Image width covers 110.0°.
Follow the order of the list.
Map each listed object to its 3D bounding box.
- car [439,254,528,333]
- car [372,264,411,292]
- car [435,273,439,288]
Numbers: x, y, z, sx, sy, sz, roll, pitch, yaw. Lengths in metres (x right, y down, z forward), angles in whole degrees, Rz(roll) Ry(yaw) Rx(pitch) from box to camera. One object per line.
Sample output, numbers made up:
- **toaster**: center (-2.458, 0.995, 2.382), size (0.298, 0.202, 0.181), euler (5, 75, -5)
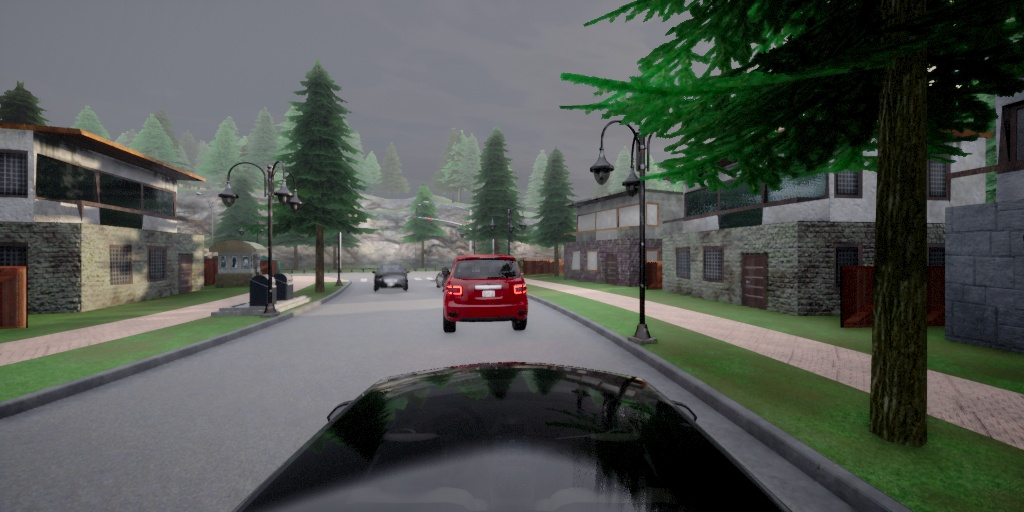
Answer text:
- **car**: center (-0.952, 0.971, 11.023), size (2.150, 2.045, 5.566), euler (0, 0, -9)
- **car**: center (-7.152, 1.242, 21.261), size (2.128, 1.511, 4.902), euler (0, 0, -18)
- **car**: center (-3.368, 1.297, 21.206), size (2.033, 1.411, 5.357), euler (0, 0, -18)
